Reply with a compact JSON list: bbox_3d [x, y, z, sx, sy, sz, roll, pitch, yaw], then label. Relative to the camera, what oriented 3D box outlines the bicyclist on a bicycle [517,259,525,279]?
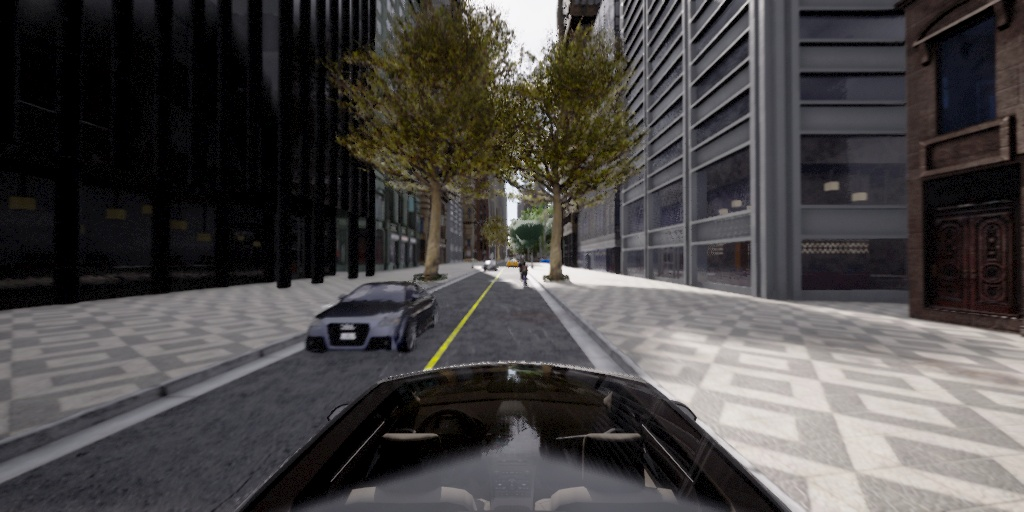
[{"bbox_3d":[0.834,1.200,33.236,0.659,1.776,1.843,0,0,0],"label":"bicyclist on a bicycle"}]

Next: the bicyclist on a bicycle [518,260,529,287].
[{"bbox_3d":[0.832,1.257,23.624,0.582,1.620,1.656,0,0,0],"label":"bicyclist on a bicycle"}]

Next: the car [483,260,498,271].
[{"bbox_3d":[-3.059,1.376,50.687,2.128,1.511,4.902,0,0,0],"label":"car"}]

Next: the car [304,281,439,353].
[{"bbox_3d":[-3.097,1.331,8.767,1.994,1.385,4.181,0,0,0],"label":"car"}]
